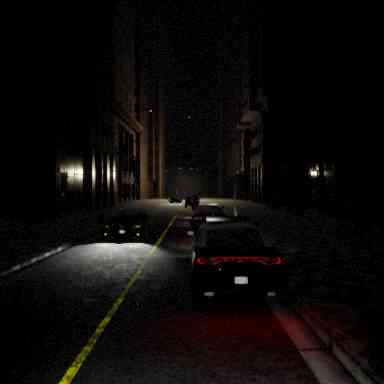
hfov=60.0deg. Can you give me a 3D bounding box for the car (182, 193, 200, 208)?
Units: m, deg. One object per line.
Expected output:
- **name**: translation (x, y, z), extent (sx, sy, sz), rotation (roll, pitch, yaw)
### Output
- **car**: translation (0.054, 1.273, 46.788), extent (2.097, 1.767, 4.553), rotation (0, 0, 0)

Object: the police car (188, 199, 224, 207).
- **police car**: translation (0.915, 1.402, 18.698), extent (1.930, 1.638, 5.238), rotation (0, 0, 0)

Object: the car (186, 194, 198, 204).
- **car**: translation (0.049, 1.239, 60.082), extent (2.097, 1.767, 4.553), rotation (0, 0, 0)

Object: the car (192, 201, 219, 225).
- **car**: translation (0.920, 1.493, 24.588), extent (1.812, 1.442, 4.674), rotation (0, 0, 0)

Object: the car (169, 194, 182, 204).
- **car**: translation (-3.020, 1.453, 59.488), extent (1.994, 1.385, 4.181), rotation (0, 0, 0)

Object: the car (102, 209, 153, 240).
- **car**: translation (-3.087, 1.544, 16.594), extent (1.994, 1.385, 4.181), rotation (0, 0, 0)

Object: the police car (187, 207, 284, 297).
- **police car**: translation (0.906, 1.416, 8.696), extent (1.930, 1.638, 5.238), rotation (0, 0, 0)
